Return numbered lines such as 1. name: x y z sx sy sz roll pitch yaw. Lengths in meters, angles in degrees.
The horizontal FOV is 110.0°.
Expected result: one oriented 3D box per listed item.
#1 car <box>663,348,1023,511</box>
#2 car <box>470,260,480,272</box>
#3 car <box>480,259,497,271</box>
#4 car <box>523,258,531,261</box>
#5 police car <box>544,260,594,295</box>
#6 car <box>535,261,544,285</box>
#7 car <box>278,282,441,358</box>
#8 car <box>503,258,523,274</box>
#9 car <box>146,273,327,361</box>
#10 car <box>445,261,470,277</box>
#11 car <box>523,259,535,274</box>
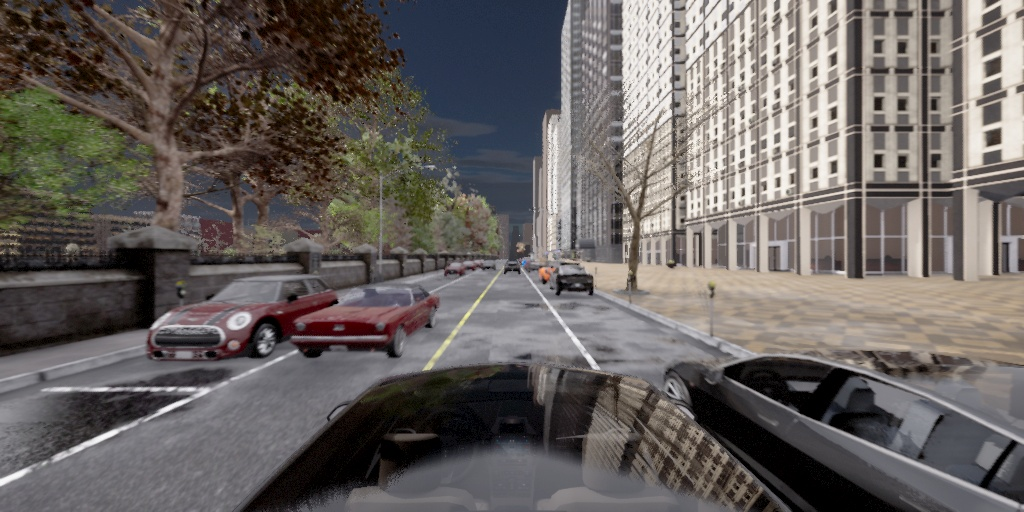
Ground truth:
1. car: 2.690 1.316 2.577 1.948 1.339 4.313 0 0 0
2. car: -5.684 1.305 47.636 1.888 1.381 4.507 0 0 0
3. car: -3.072 1.266 48.737 1.837 1.490 4.892 0 0 0
4. car: 2.696 1.343 47.635 1.802 1.307 4.207 0 0 0
5. police car: 3.137 1.174 19.733 1.930 1.638 5.238 0 0 0
6. car: 3.117 1.104 26.594 2.097 1.767 4.553 0 0 0
7. car: -3.090 1.350 8.615 1.895 1.301 4.718 0 0 0
8. car: 0.053 1.261 41.048 1.837 1.490 4.892 0 -1 1
9. car: -5.690 1.188 8.210 1.967 1.591 4.097 0 0 0
10. car: -5.686 1.299 36.371 1.888 1.381 4.507 0 0 0
11. car: 2.695 1.308 42.002 2.007 1.370 4.403 0 0 0
